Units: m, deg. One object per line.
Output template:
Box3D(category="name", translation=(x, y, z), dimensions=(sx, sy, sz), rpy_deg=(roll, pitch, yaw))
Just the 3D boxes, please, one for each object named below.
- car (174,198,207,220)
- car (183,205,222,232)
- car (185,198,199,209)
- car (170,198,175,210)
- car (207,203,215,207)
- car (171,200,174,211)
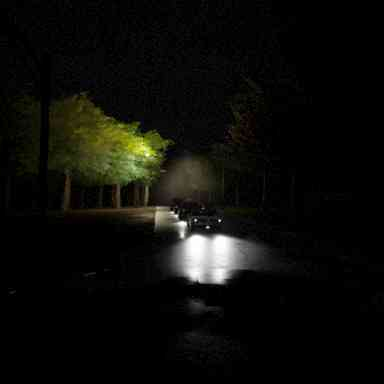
Box3D(category="car", translation=(-0.204, 1.682, 31.062), dimensions=(2.097, 1.767, 4.553), rpy_deg=(2, -1, -6))
Box3D(category="car", translation=(0.714, 1.816, 22.003), dimensions=(1.895, 1.301, 4.718), rpy_deg=(2, -1, -6))
Box3D(category="car", translation=(-0.133, 2.382, 65.652), dimensions=(2.150, 2.045, 5.566), rpy_deg=(2, -3, -6))
Box3D(category="car", translation=(-2.247, 1.899, 51.375), dimensions=(2.150, 2.045, 5.566), rpy_deg=(2, -2, -6))
Box3D(category="car", translation=(2.028, 2.192, 45.007), dimensions=(2.033, 1.411, 5.357), rpy_deg=(2, -1, -6))
Box3D(category="car", translation=(-1.173, 2.035, 40.967), dimensions=(1.994, 1.385, 4.181), rpy_deg=(2, -1, -6))
